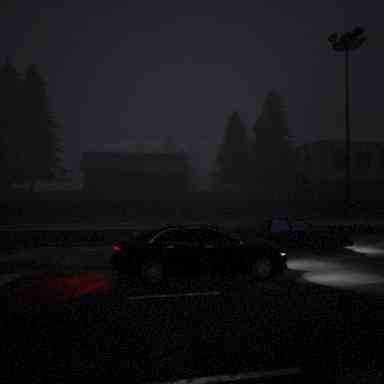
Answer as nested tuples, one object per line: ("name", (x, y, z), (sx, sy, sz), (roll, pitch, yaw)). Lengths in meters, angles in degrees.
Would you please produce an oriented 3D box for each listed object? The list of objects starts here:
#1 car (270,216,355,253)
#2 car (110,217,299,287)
("car", (3.756, 1.706, 13.567), (5.357, 1.411, 2.033), (0, -1, -12))
("car", (0.223, 1.615, 9.321), (4.892, 1.490, 1.837), (0, -1, -11))
